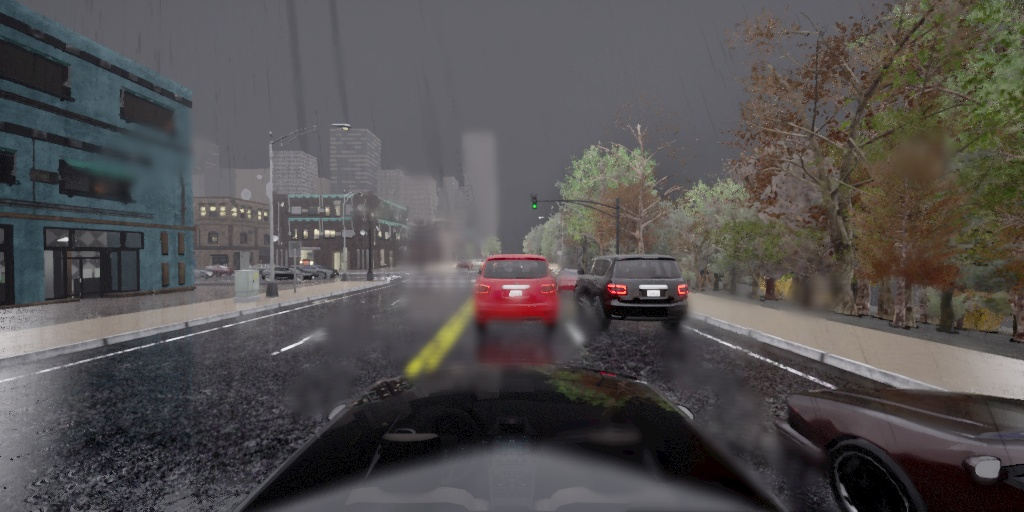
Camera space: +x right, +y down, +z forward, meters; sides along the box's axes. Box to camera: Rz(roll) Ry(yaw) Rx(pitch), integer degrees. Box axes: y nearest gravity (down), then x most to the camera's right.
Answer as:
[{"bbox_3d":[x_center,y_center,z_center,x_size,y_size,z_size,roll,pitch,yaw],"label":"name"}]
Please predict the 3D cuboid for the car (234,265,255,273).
[{"bbox_3d":[-28.208,1.556,40.513,4.403,1.370,2.007,0,0,0],"label":"car"}]

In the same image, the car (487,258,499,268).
[{"bbox_3d":[-3.208,1.209,62.197,1.882,1.535,5.008,0,0,0],"label":"car"}]

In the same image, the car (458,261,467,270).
[{"bbox_3d":[-6.513,1.337,51.280,1.895,1.301,4.718,0,0,1],"label":"car"}]

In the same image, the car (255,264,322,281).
[{"bbox_3d":[-19.891,1.561,31.984,4.313,1.339,1.948,0,0,0],"label":"car"}]

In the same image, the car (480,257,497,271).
[{"bbox_3d":[-3.252,1.089,51.051,2.097,1.767,4.553,0,0,0],"label":"car"}]

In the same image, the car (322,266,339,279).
[{"bbox_3d":[-19.109,1.523,34.688,4.181,1.385,1.994,-1,1,0],"label":"car"}]

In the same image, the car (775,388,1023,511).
[{"bbox_3d":[3.347,1.298,0.821,2.033,1.411,5.357,0,0,0],"label":"car"}]

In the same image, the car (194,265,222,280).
[{"bbox_3d":[-31.680,1.595,34.728,4.902,1.511,2.128,-1,1,0],"label":"car"}]

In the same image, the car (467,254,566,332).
[{"bbox_3d":[0.118,0.970,11.053,2.150,2.045,5.566,0,0,0],"label":"car"}]

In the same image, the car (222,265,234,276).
[{"bbox_3d":[-33.743,1.650,40.530,4.207,1.307,1.802,0,0,0],"label":"car"}]

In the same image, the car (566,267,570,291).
[{"bbox_3d":[3.384,1.310,20.518,1.994,1.385,4.181,0,0,0],"label":"car"}]

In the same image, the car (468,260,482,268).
[{"bbox_3d":[-6.449,1.332,62.588,1.895,1.301,4.718,0,0,0],"label":"car"}]

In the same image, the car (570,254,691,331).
[{"bbox_3d":[3.370,0.970,11.109,2.150,2.045,5.566,0,0,1],"label":"car"}]
